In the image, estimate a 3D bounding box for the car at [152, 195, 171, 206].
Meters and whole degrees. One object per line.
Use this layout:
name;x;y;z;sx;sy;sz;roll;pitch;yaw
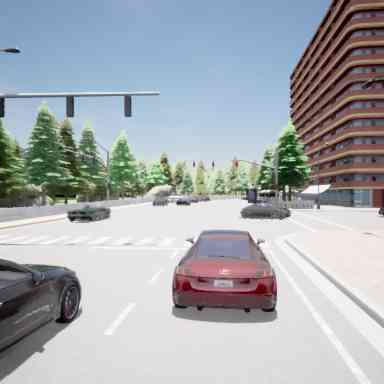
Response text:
car;-5.093;1.505;53.718;1.837;1.490;4.892;0;0;6

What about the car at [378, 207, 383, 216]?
car;19.230;1.619;29.983;4.181;1.385;1.994;0;0;6

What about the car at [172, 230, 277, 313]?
car;0.771;1.564;7.788;1.994;1.385;4.181;0;0;6

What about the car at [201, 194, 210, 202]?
car;2.628;1.355;77.540;2.097;1.767;4.553;0;0;22

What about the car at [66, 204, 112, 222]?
car;-8.008;1.605;26.258;1.895;1.301;4.718;0;0;6

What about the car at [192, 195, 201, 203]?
car;0.052;1.548;67.539;2.033;1.411;5.357;0;0;8

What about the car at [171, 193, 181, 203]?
car;-3.428;1.222;68.225;2.150;2.045;5.566;0;0;7

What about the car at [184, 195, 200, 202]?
car;0.014;1.540;80.316;2.033;1.411;5.357;0;0;22

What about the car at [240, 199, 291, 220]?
car;6.270;1.608;28.586;4.181;1.385;1.994;0;0;29

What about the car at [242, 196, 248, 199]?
car;15.718;1.595;90.463;4.718;1.301;1.895;0;0;-40

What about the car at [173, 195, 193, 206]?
car;-1.416;1.601;55.180;1.895;1.301;4.718;0;0;6

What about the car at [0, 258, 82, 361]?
car;-3.136;1.526;4.295;1.812;1.442;4.674;0;0;7
